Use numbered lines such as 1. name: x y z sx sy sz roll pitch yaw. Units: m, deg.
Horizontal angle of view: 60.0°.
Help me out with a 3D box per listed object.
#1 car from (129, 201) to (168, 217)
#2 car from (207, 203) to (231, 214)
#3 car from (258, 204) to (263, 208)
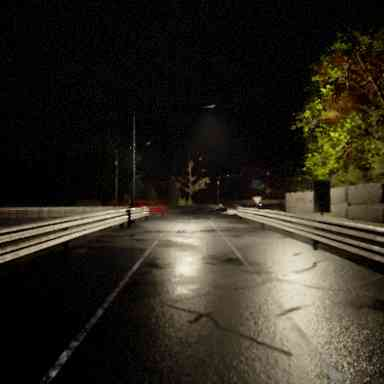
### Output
1. car: -5.553 2.204 42.855 2.150 2.045 5.566 -1 -2 40
2. car: 4.367 3.018 56.442 1.895 1.301 4.718 -1 -2 31
3. car: 17.888 3.977 88.177 1.994 1.385 4.181 0 -2 13
